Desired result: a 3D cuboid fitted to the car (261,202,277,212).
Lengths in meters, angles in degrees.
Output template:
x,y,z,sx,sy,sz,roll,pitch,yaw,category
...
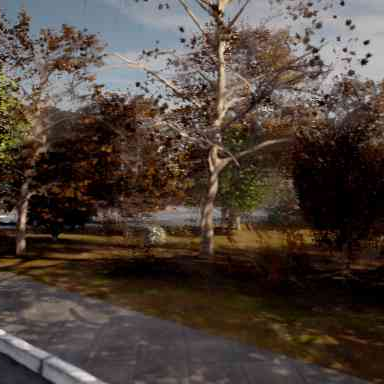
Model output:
x,y,z,sx,sy,sz,roll,pitch,yaw,category
11.132,2.104,44.451,4.181,1.385,1.994,2,3,-43,car
